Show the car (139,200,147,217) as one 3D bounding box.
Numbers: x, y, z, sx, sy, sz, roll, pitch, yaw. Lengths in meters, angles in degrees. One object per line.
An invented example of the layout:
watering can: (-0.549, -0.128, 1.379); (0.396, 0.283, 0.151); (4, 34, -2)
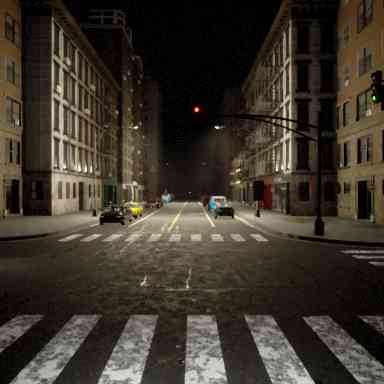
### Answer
car: (-5.337, 1.523, 28.994); (1.752, 1.417, 4.829); (0, 0, 0)

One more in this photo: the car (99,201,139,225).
car: (-5.342, 1.549, 23.758); (2.008, 1.369, 4.403); (0, 0, 0)

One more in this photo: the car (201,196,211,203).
car: (2.785, 1.521, 67.162); (1.752, 1.417, 4.829); (0, 0, 0)

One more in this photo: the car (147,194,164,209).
car: (-5.318, 1.436, 45.383); (1.967, 1.590, 4.097); (0, 0, 0)

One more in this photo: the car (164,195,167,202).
car: (-5.313, 1.521, 50.619); (1.752, 1.417, 4.829); (0, 0, 0)

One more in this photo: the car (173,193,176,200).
car: (-5.288, 1.310, 72.413); (2.192, 1.841, 5.009); (0, 0, 0)

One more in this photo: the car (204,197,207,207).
car: (2.723, 1.578, 39.961); (1.802, 1.307, 4.206); (0, 0, 0)

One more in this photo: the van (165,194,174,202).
van: (-5.283, 1.336, 77.820); (1.690, 1.788, 3.998); (0, 0, 0)

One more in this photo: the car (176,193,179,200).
car: (-5.271, 1.545, 88.633); (2.008, 1.369, 4.403); (0, 0, 0)

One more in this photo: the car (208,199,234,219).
car: (2.698, 1.548, 29.149); (2.008, 1.369, 4.403); (0, 0, 0)

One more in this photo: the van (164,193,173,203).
van: (-5.295, 1.337, 67.007); (1.690, 1.788, 3.998); (0, 0, 0)

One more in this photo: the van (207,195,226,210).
van: (2.710, 1.338, 34.555); (1.690, 1.788, 3.998); (0, 0, 0)

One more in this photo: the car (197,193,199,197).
car: (2.822, 1.539, 83.211); (1.887, 1.381, 4.507); (0, 0, 0)

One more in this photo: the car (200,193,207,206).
car: (2.748, 1.311, 50.774); (2.192, 1.841, 5.009); (0, 0, 0)

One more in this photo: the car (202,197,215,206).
car: (2.760, 1.562, 56.180); (1.947, 1.339, 4.313); (0, 0, 0)
